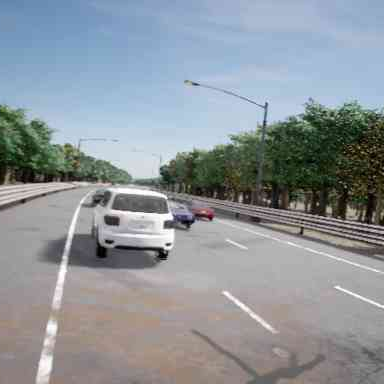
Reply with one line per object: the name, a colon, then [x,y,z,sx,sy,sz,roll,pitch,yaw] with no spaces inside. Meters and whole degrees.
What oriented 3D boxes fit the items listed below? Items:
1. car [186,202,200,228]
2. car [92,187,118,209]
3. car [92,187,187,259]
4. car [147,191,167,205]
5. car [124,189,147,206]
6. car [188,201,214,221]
car: [-1.359,1.300,20.217,1.895,1.301,4.718,6,0,-18]
car: [-7.680,0.495,29.069,1.837,1.490,4.892,6,0,-17]
car: [-2.189,0.901,11.499,2.150,2.045,5.566,6,0,-18]
car: [-4.711,0.710,44.045,1.812,1.442,4.674,6,0,-15]
car: [-6.430,0.535,37.307,1.882,1.535,5.008,6,0,-16]
car: [0.279,1.384,26.680,1.994,1.385,4.181,6,1,-17]
